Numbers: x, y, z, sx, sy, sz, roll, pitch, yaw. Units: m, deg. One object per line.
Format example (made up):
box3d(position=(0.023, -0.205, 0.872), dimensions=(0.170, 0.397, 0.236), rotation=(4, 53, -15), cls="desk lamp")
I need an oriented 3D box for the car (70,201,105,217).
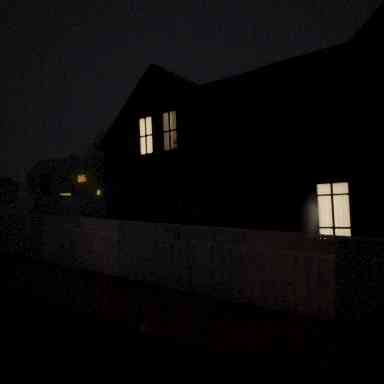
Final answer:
box3d(position=(-8.827, 1.401, 26.917), dimensions=(1.882, 1.535, 5.008), rotation=(-3, -1, 21), cls="car")
